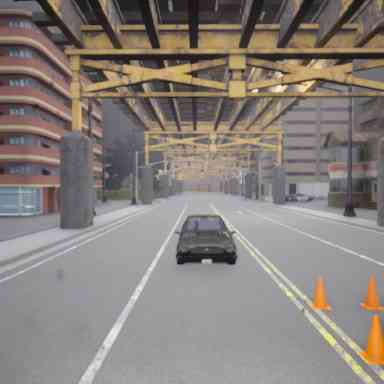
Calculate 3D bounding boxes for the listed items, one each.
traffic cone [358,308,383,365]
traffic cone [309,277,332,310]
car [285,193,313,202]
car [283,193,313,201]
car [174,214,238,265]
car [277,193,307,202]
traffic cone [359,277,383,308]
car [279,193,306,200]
[{"bbox_3d":[2.475,1.950,4.470,0.340,0.580,0.340,0,0,1],"label":"traffic cone"},{"bbox_3d":[2.498,1.946,6.470,0.340,0.580,0.340,0,0,1],"label":"traffic cone"},{"bbox_3d":[17.811,0.980,56.098,4.974,1.542,2.038,0,1,-19],"label":"car"},{"bbox_3d":[17.860,0.822,56.114,4.536,1.218,1.853,0,1,-19],"label":"car"},{"bbox_3d":[0.445,1.522,11.863,2.033,1.411,5.357,0,0,1],"label":"car"},{"bbox_3d":[18.185,0.931,60.253,4.974,1.542,2.038,0,1,26],"label":"car"},{"bbox_3d":[3.498,1.946,6.459,0.340,0.580,0.340,0,0,1],"label":"traffic cone"},{"bbox_3d":[18.232,0.774,60.229,4.536,1.218,1.853,0,1,26],"label":"car"}]
